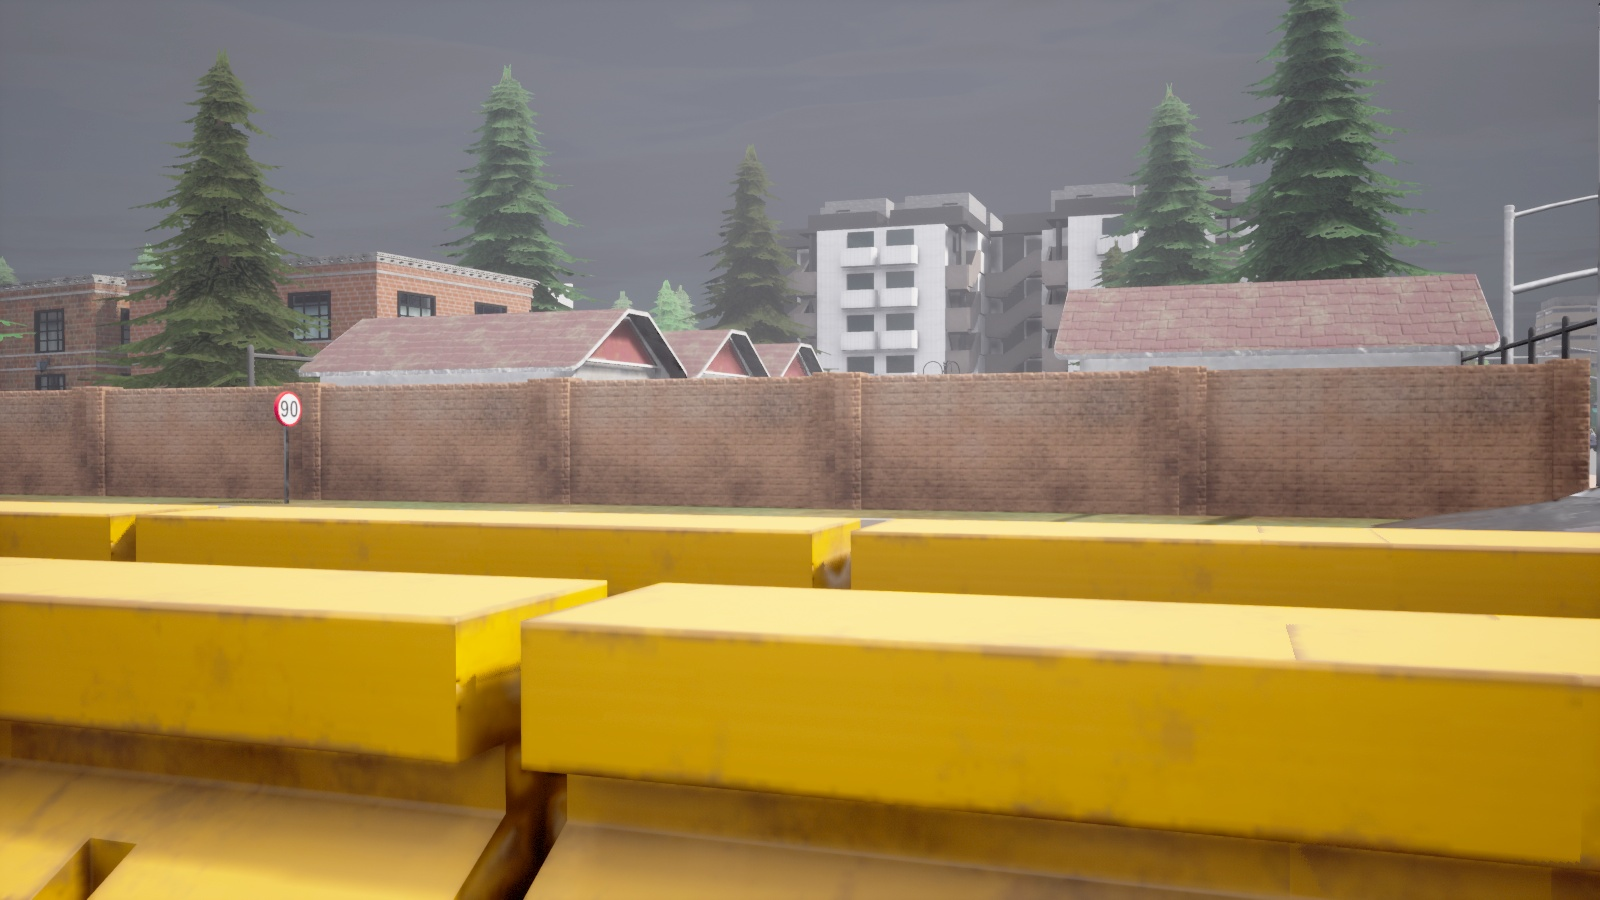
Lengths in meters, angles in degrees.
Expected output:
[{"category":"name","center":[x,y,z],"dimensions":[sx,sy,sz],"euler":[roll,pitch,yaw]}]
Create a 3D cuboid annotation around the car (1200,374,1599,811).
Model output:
[{"category":"car","center":[4.386,0.536,5.407],"dimensions":[5.027,1.651,2.152],"euler":[1,1,19]}]
